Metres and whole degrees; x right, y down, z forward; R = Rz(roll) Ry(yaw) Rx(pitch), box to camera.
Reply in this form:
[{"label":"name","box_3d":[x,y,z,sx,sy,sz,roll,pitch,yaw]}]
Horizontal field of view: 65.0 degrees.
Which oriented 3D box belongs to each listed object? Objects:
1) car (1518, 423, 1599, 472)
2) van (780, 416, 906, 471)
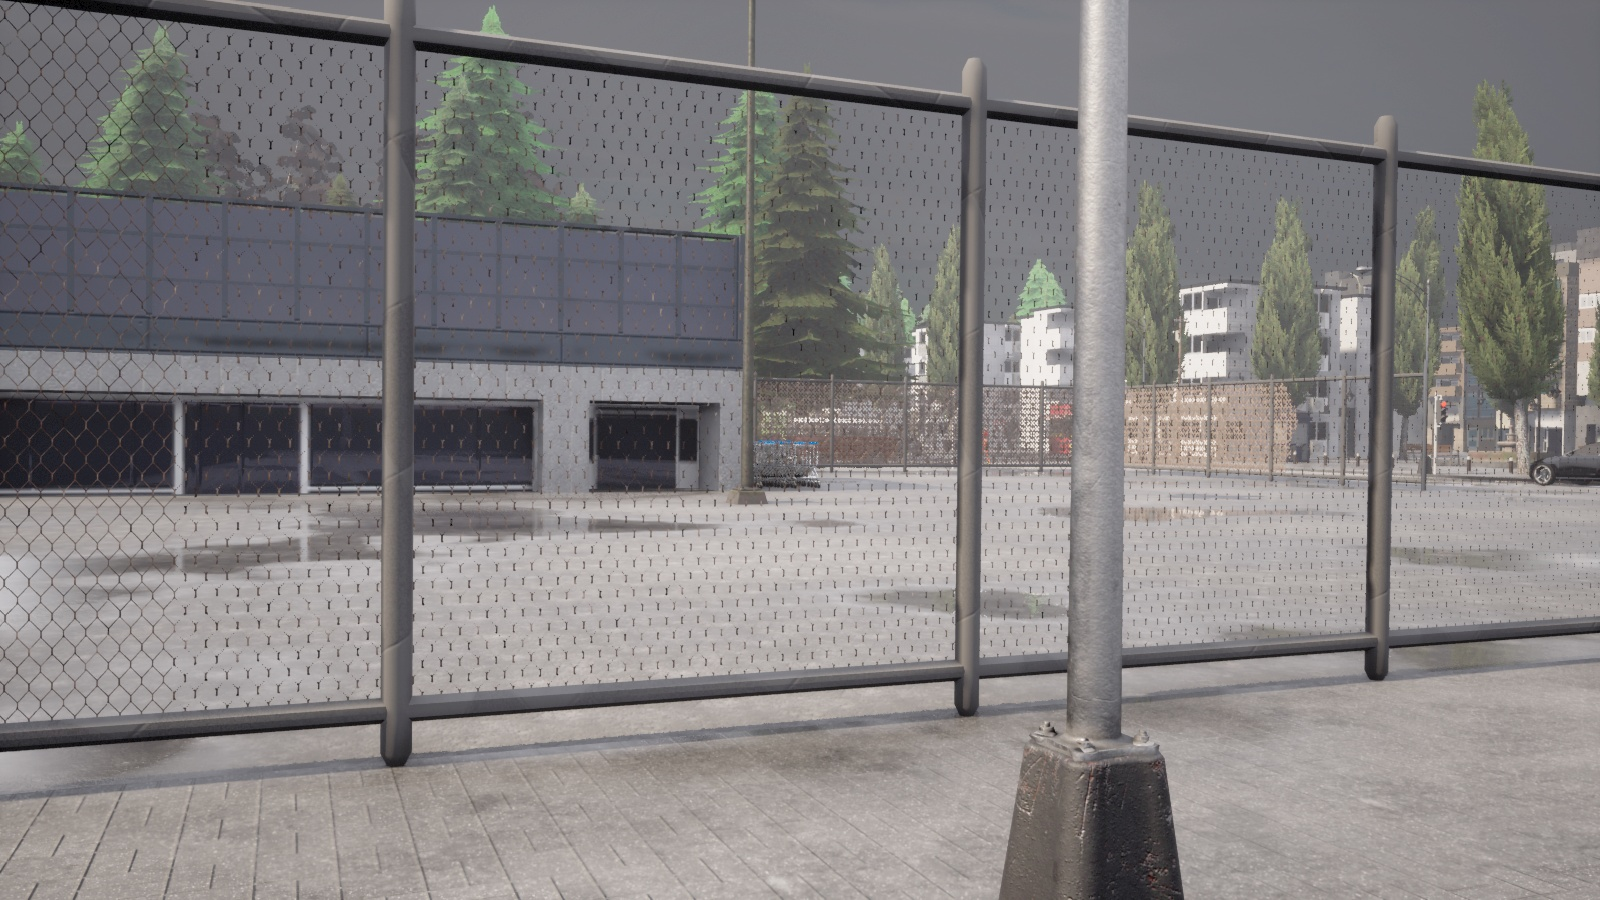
[{"label":"car","box_3d":[25.242,-0.109,39.003,2.163,1.488,4.792,-1,1,-22]},{"label":"van","box_3d":[1.680,-0.295,49.136,4.480,2.038,2.069,-1,1,-22]}]
